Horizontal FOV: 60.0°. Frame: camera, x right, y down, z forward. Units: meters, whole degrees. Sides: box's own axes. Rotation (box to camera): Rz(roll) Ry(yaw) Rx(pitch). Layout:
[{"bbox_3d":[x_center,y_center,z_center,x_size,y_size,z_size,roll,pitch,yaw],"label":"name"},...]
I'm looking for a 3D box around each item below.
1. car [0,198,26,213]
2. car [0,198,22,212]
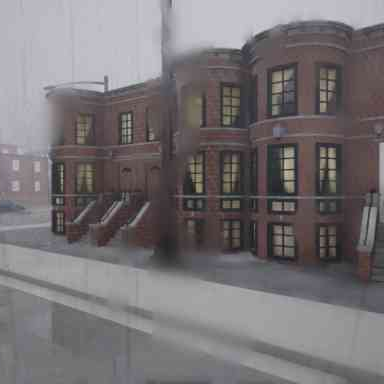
[{"bbox_3d":[-20.098,1.547,34.338,2.033,1.411,5.357,0,0,36],"label":"car"},{"bbox_3d":[-22.141,1.491,37.493,2.128,1.511,4.902,0,0,36],"label":"car"}]
